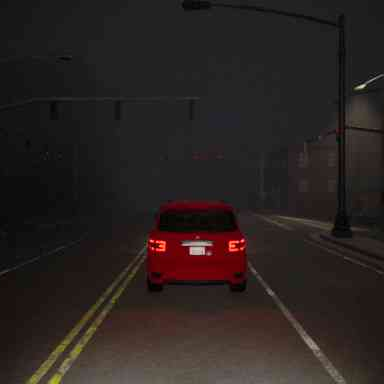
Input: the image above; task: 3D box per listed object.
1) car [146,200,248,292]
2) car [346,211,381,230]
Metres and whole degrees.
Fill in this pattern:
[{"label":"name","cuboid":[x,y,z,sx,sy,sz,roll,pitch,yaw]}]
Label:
[{"label":"car","cuboid":[0.101,1.221,9.060,2.150,2.045,5.566,0,0,0]},{"label":"car","cuboid":[15.433,2.488,29.655,4.902,1.511,2.128,9,0,0]}]
